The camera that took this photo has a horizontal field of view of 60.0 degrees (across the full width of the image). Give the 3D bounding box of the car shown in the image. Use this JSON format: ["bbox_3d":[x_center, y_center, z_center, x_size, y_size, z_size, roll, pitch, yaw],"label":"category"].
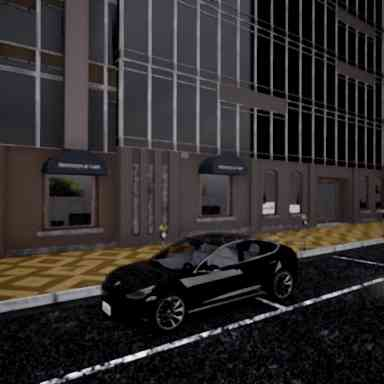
[{"bbox_3d":[0.362,1.561,6.789,4.313,1.339,1.947,0,1,-35],"label":"car"}]
